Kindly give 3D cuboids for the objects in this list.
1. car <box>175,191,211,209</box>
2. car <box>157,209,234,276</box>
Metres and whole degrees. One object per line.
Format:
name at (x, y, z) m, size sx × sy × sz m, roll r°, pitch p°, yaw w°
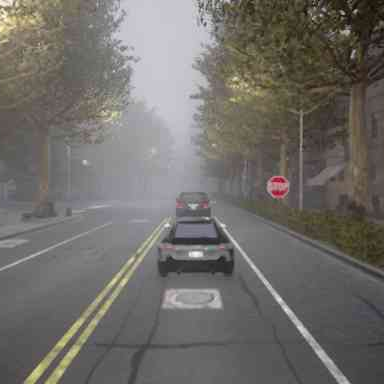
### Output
car at (0.072, 0.950, 21.606) m, size 2.150 × 2.045 × 5.566 m, roll 0°, pitch 1°, yaw 0°
car at (0.098, 1.438, 9.959) m, size 1.994 × 1.385 × 4.181 m, roll 0°, pitch 1°, yaw 0°
